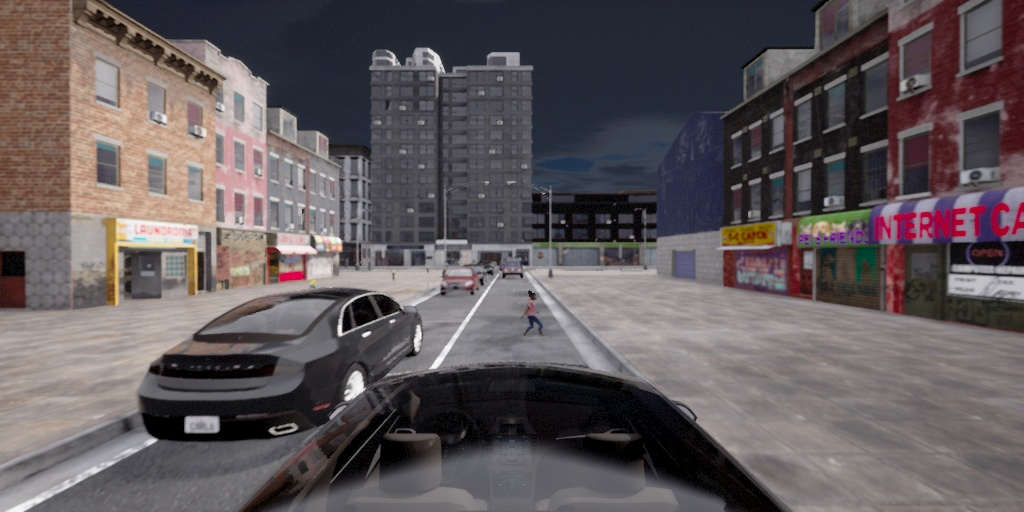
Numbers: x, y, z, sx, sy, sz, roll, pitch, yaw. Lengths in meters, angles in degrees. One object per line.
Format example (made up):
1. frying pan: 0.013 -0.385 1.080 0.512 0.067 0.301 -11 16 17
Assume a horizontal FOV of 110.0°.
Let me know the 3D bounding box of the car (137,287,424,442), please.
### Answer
1. car: -2.751 1.239 5.602 1.837 1.490 4.892 0 0 0

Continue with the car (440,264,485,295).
1. car: -2.642 1.257 18.967 1.802 1.307 4.207 0 0 0

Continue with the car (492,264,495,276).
1. car: -2.645 1.170 35.324 1.948 1.339 4.313 0 0 0

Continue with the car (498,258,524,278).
1. car: 0.074 1.168 31.602 2.033 1.411 5.357 0 0 0

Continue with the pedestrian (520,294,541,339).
1. pedestrian: 0.420 1.014 8.545 0.375 1.860 0.375 0 0 0

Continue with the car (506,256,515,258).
1. car: -0.274 0.930 41.731 2.097 1.767 4.553 0 0 -9

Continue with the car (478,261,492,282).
1. car: -2.643 1.218 24.420 1.948 1.339 4.313 0 0 0
